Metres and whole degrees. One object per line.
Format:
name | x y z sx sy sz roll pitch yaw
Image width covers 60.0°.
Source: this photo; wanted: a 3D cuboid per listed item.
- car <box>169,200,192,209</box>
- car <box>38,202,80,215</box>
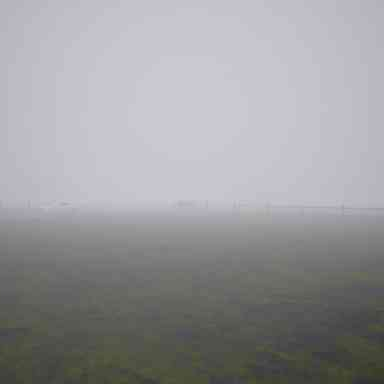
car | -1.926 2.093 56.259 2.128 1.511 4.902 -1 -1 36
car | -15.018 1.849 37.801 1.812 1.442 4.674 -1 -1 35
